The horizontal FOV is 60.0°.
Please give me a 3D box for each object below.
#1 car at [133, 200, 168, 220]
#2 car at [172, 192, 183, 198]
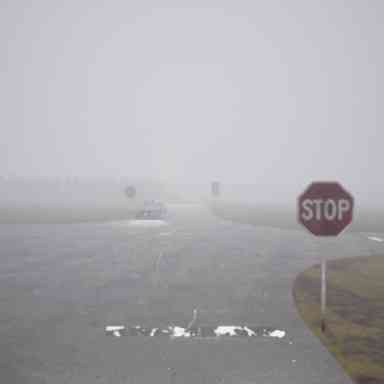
[{"bbox_3d":[-2.982,1.283,24.684,1.994,1.385,4.181,0,1,5],"label":"car"},{"bbox_3d":[-2.826,0.586,64.422,2.097,1.767,4.553,0,0,0],"label":"car"}]
